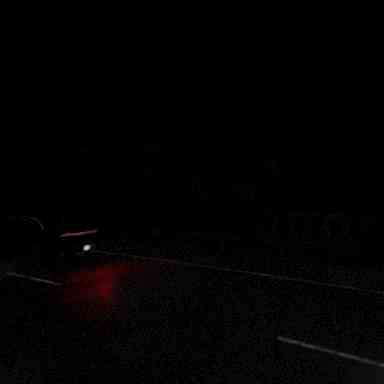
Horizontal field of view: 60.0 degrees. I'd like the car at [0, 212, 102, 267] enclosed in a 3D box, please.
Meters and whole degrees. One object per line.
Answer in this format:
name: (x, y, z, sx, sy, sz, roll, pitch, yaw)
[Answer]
car: (-5.200, 1.412, 11.008, 4.902, 1.511, 2.128, 0, 0, 30)
